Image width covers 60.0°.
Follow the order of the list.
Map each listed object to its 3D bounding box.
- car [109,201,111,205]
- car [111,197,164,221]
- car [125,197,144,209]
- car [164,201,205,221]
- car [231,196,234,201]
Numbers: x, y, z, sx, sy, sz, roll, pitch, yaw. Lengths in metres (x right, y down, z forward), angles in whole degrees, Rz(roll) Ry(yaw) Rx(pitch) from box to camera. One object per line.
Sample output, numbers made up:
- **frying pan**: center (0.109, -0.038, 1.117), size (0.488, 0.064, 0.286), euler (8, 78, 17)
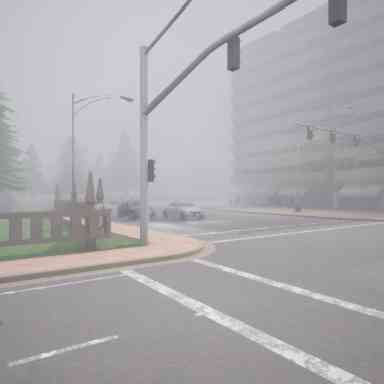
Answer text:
- **car**: center (-11.590, 1.492, 53.293), size (2.033, 1.411, 5.357), euler (0, 0, 4)
- **car**: center (-4.489, 1.436, 26.516), size (2.128, 1.511, 4.902), euler (0, 0, -31)
- **car**: center (-8.002, 1.436, 46.604), size (2.128, 1.511, 4.902), euler (0, 0, -4)
- **car**: center (-0.801, 1.471, 27.136), size (1.812, 1.442, 4.674), euler (0, 1, -32)
- **car**: center (11.470, 1.459, 81.129), size (4.674, 1.442, 1.812), euler (0, 0, -35)
